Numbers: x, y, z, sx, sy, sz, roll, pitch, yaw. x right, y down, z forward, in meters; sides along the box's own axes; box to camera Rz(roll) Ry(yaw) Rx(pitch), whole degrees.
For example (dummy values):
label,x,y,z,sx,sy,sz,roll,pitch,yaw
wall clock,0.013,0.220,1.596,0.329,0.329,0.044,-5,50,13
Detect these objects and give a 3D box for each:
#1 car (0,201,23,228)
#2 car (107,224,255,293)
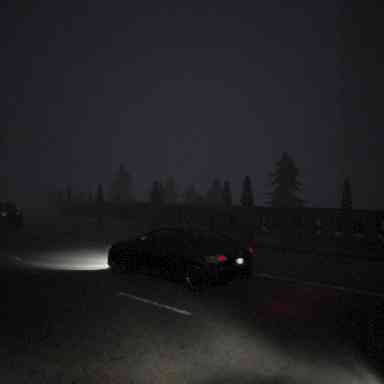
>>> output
label,x,y,z,sx,sy,sz,roll,pitch,yaw
car,-12.577,1.387,21.579,2.097,1.767,4.553,0,0,-39
car,-0.419,1.583,9.038,4.181,1.385,1.994,0,0,39
